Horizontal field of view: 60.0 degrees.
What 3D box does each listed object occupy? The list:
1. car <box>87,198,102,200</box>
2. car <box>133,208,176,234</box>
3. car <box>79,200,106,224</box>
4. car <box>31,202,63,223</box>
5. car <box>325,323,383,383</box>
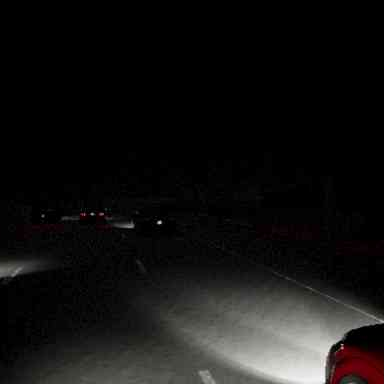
[{"bbox_3d":[-11.813,1.849,40.356,2.150,2.045,5.566,0,-4,-16],"label":"car"},{"bbox_3d":[-2.276,1.599,19.508,1.994,1.385,4.181,0,0,-16],"label":"car"},{"bbox_3d":[-7.599,1.607,25.464,2.033,1.411,5.357,0,0,-16],"label":"car"},{"bbox_3d":[-11.598,1.579,26.741,2.128,1.511,4.902,0,-1,-16],"label":"car"},{"bbox_3d":[2.718,1.561,1.859,1.994,1.385,4.181,0,0,-16],"label":"car"}]
